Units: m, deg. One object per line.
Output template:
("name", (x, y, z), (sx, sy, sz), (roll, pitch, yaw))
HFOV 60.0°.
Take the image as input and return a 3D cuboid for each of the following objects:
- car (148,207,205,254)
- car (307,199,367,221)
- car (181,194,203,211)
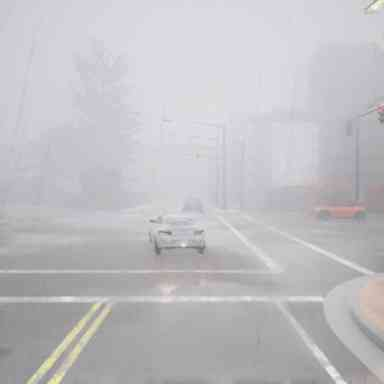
("car", (-0.717, 1.563, 13.611), (1.812, 1.442, 4.674), (0, 0, -11))
("car", (12.189, 1.481, 28.208), (4.553, 1.767, 2.097), (1, 0, 0))
("car", (0.103, 1.390, 36.836), (2.097, 1.767, 4.553), (0, 0, 0))
